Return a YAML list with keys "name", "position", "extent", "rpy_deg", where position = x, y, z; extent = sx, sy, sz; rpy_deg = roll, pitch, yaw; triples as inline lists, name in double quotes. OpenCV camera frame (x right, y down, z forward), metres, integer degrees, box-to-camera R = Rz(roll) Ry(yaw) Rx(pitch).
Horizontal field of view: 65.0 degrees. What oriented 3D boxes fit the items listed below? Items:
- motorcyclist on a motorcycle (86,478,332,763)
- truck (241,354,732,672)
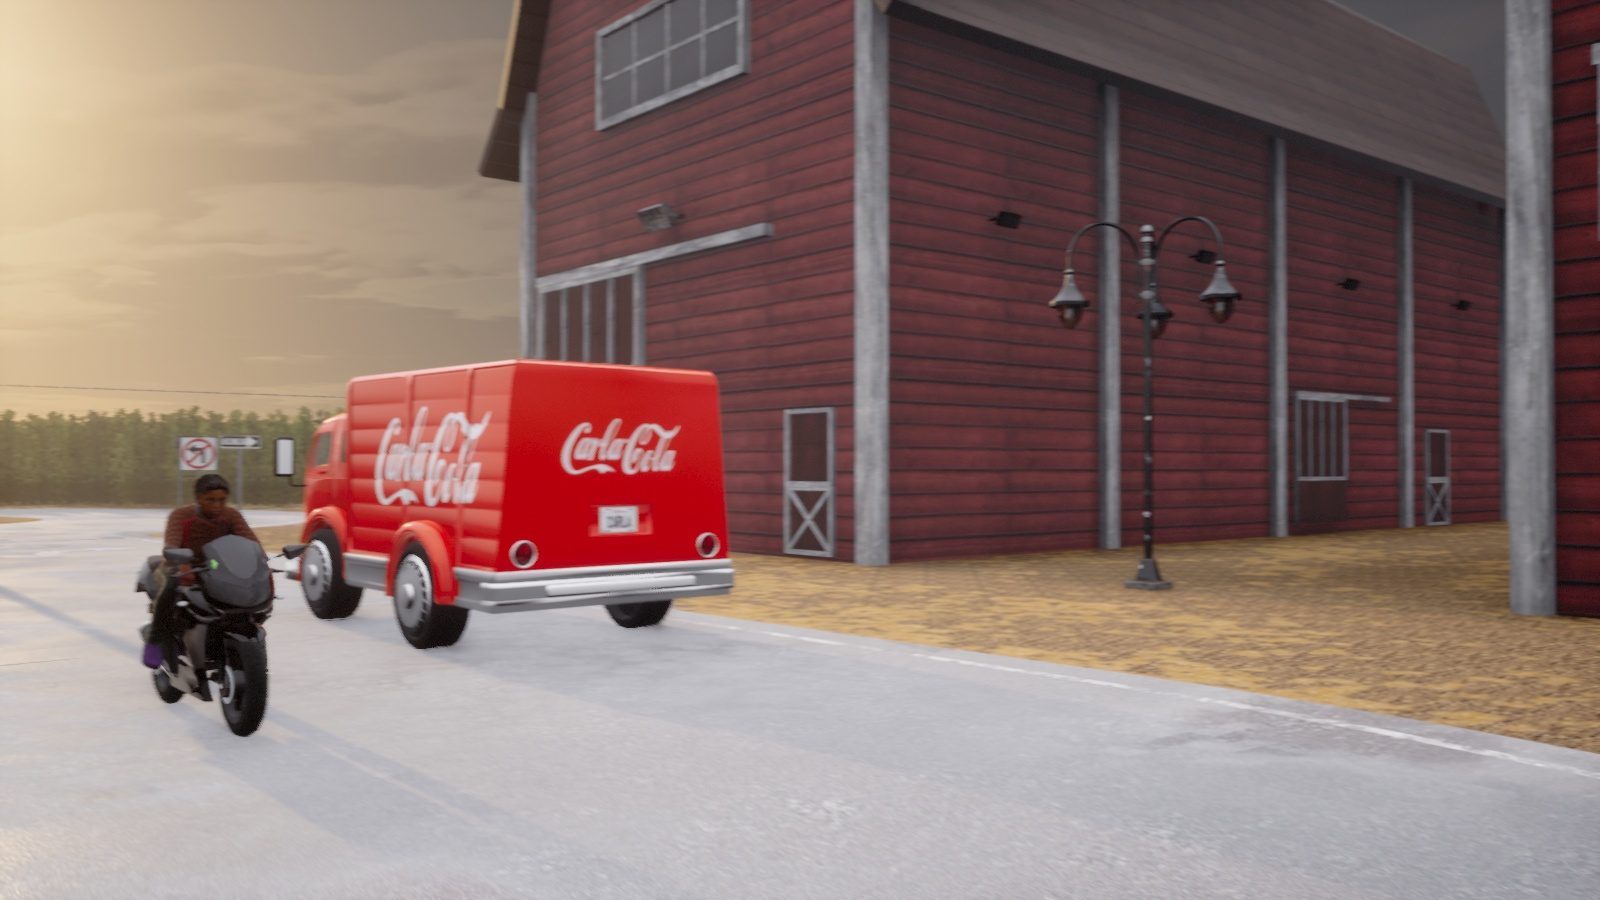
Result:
- name: "motorcyclist on a motorcycle"
  position: [-3.703, 0.937, 7.766]
  extent: [0.797, 1.523, 2.044]
  rpy_deg: [0, -1, -43]
- name: "truck"
  position: [-3.347, 0.535, 12.566]
  extent: [2.627, 2.467, 5.204]
  rpy_deg: [0, -1, -42]
